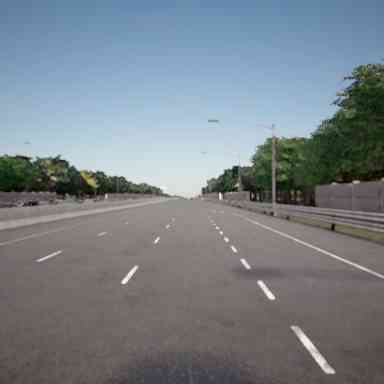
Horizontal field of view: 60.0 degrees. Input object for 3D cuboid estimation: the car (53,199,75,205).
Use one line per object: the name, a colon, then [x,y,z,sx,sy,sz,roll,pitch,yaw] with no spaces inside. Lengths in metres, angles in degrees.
car: [-21.060,2.033,56.030,2.097,1.767,4.553,0,-1,0]

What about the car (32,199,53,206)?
car: [-24.556,2.243,55.948,1.994,1.385,4.181,0,-1,0]

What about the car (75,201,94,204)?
car: [-17.564,2.205,55.945,1.812,1.442,4.674,0,-1,0]

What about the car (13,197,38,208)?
car: [-28.038,1.911,56.652,2.150,2.045,5.566,0,-1,1]
